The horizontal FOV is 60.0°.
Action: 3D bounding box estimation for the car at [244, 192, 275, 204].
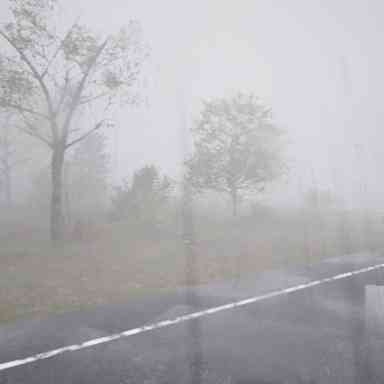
[{"bbox_3d":[11.094,1.042,55.058,2.150,2.045,5.566,0,0,-37],"label":"car"}]
